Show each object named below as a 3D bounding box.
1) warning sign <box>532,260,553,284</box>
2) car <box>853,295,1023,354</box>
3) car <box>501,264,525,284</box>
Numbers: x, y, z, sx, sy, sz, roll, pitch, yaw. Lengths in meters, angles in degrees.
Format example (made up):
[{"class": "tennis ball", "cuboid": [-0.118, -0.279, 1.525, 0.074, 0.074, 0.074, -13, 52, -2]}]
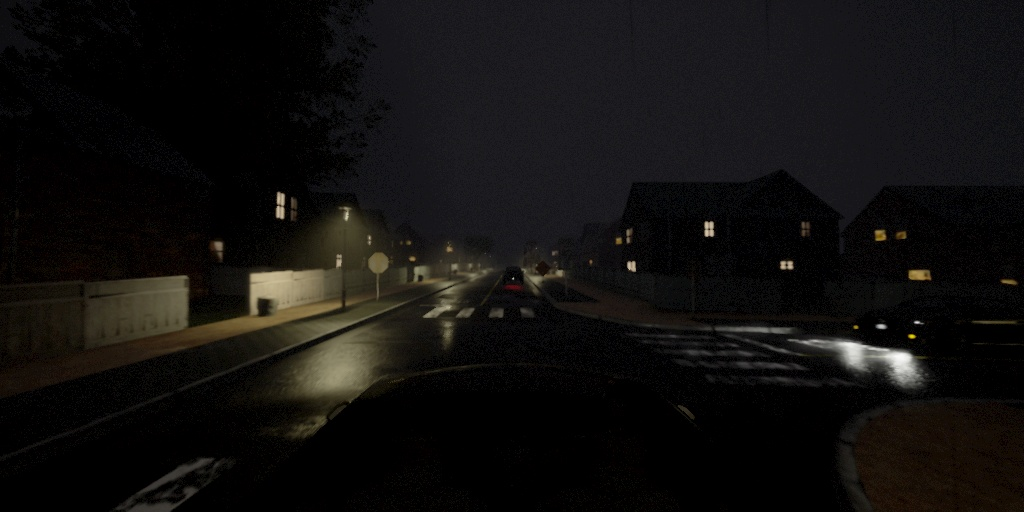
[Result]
[{"class": "warning sign", "cuboid": [2.516, 1.269, 28.701, 1.300, 1.860, 1.060, 0, 0, 0]}, {"class": "car", "cuboid": [11.854, 1.742, 9.614, 4.181, 1.385, 1.994, 1, -3, -1]}, {"class": "car", "cuboid": [0.099, 1.726, 33.116, 1.837, 1.490, 4.892, 0, -1, 0]}]
